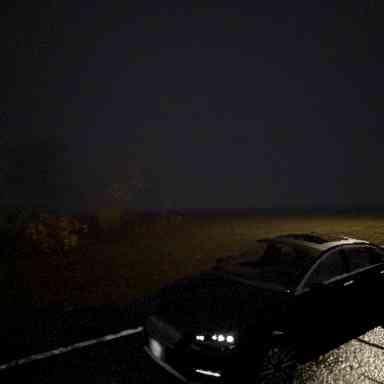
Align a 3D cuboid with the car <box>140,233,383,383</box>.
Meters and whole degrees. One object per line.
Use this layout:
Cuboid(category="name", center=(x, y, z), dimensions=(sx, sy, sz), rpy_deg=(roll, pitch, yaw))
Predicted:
Cuboid(category="car", center=(1.599, 1.460, 5.128), dimensions=(4.902, 1.511, 2.128), rpy_deg=(-1, 0, -35))
